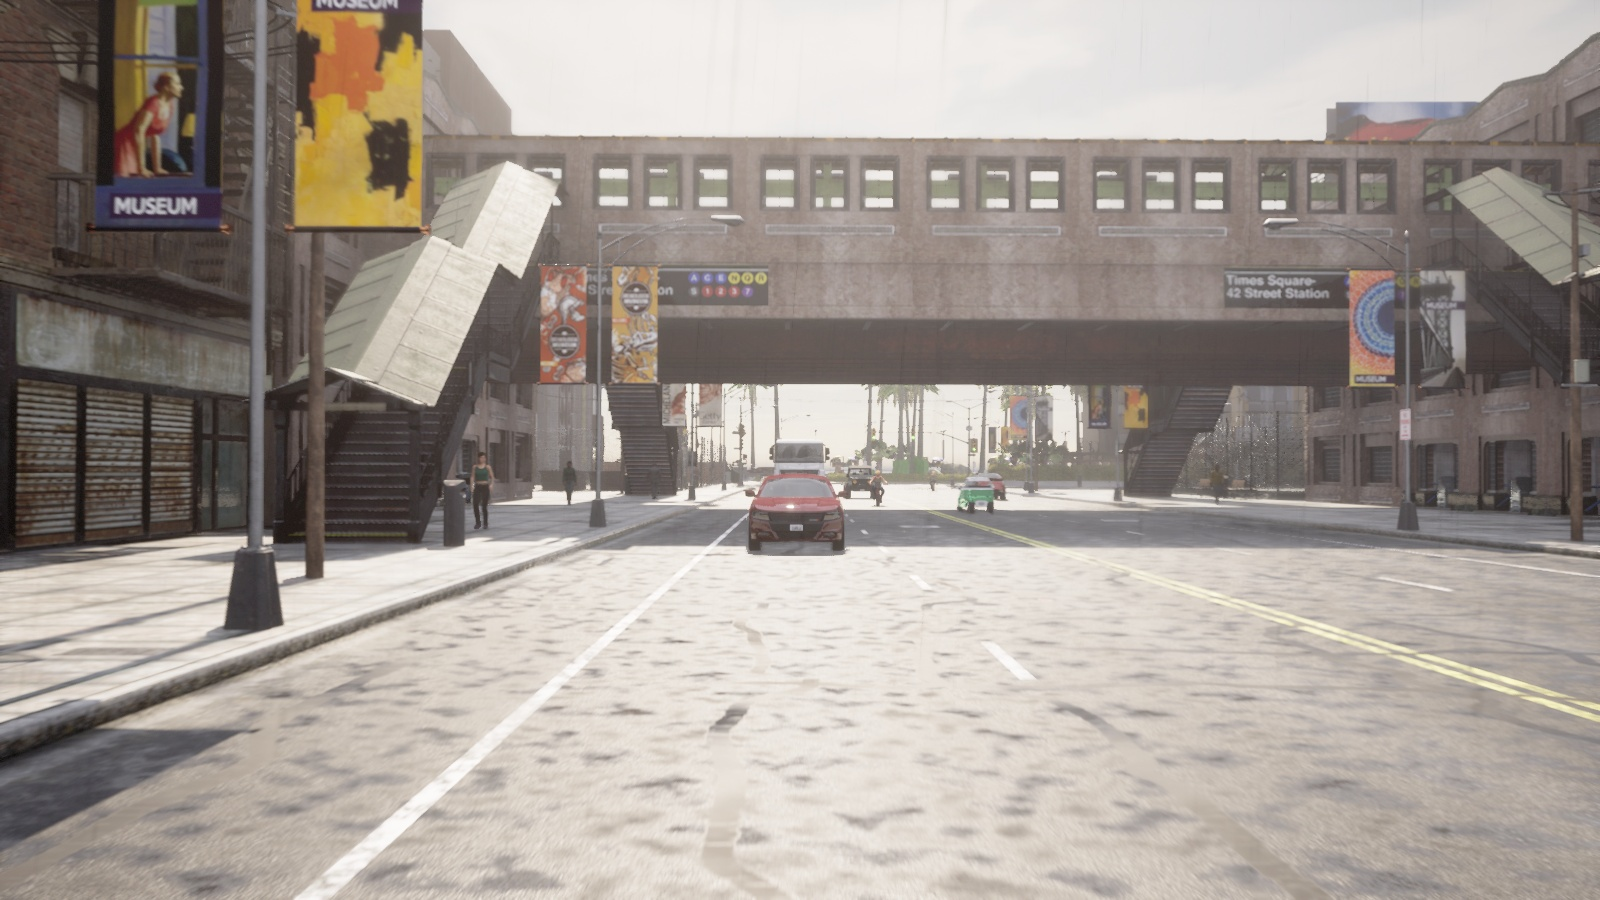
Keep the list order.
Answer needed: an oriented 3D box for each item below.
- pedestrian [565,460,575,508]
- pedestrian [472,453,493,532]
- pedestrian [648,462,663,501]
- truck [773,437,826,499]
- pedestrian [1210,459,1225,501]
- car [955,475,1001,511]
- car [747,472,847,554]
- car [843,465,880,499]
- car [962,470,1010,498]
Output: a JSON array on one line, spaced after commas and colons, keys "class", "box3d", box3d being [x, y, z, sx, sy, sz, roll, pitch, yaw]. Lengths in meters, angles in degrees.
[{"class": "pedestrian", "box3d": [-9.050, 1.336, 49.513, 0.353, 1.847, 0.614, 0, -1, -7]}, {"class": "pedestrian", "box3d": [-7.476, 0.996, 29.575, 0.345, 1.836, 0.594, 0, -1, 1]}, {"class": "pedestrian", "box3d": [-7.013, 1.519, 60.899, 0.563, 1.883, 0.849, 0, -1, 5]}, {"class": "truck", "box3d": [-0.030, 1.060, 73.299, 2.891, 3.462, 7.936, 0, -1, 0]}, {"class": "pedestrian", "box3d": [18.357, 1.323, 55.238, 0.431, 1.840, 0.709, 0, -1, 2]}, {"class": "car", "box3d": [6.938, 1.664, 49.118, 1.481, 1.376, 2.207, 0, -1, 0]}, {"class": "car", "box3d": [-0.062, 1.230, 26.100, 1.882, 1.535, 5.008, 0, -1, 0]}, {"class": "car", "box3d": [3.476, 1.794, 71.538, 1.905, 1.878, 3.866, 0, -1, 0]}, {"class": "car", "box3d": [10.478, 1.910, 71.107, 2.007, 1.525, 4.514, 0, -1, 0]}]
